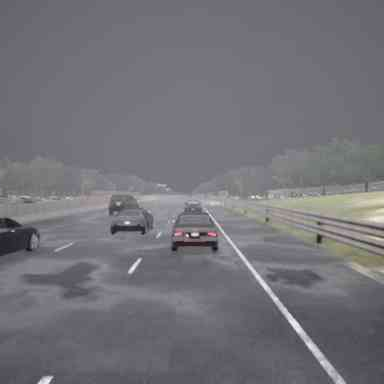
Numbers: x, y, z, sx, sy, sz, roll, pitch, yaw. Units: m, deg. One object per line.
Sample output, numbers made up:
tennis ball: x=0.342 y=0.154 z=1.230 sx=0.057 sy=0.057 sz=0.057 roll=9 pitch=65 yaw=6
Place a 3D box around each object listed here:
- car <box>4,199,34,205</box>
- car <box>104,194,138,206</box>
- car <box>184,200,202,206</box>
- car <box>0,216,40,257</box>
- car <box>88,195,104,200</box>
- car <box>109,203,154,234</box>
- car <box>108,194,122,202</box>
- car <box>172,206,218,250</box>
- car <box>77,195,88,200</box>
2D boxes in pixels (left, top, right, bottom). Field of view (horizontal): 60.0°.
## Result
car: x=-17.579 y=1.546 z=33.810 sx=1.837 sy=1.490 sz=4.892 roll=0 pitch=0 yaw=0
car: x=-6.885 y=1.264 z=33.852 sx=2.150 sy=2.045 sz=5.566 roll=0 pitch=0 yaw=0
car: x=0.116 y=1.572 z=35.818 sx=1.812 sy=1.442 sz=4.674 roll=0 pitch=0 yaw=0
car: x=-6.895 y=1.518 z=11.146 sx=1.837 sy=1.490 sz=4.892 roll=0 pitch=0 yaw=0
car: x=-20.967 y=1.411 z=74.456 sx=2.097 sy=1.767 sz=4.553 roll=0 pitch=0 yaw=0
car: x=-3.392 y=1.587 z=19.445 sx=1.994 sy=1.385 sz=4.181 roll=0 pitch=0 yaw=0
car: x=-17.467 y=1.369 z=75.286 sx=2.097 sy=1.767 sz=4.553 roll=0 pitch=0 yaw=0
car: x=0.106 y=1.564 z=14.373 sx=2.033 sy=1.411 sz=5.357 roll=0 pitch=0 yaw=0
car: x=-24.467 y=1.368 z=75.290 sx=2.097 sy=1.767 sz=4.553 roll=0 pitch=0 yaw=0
